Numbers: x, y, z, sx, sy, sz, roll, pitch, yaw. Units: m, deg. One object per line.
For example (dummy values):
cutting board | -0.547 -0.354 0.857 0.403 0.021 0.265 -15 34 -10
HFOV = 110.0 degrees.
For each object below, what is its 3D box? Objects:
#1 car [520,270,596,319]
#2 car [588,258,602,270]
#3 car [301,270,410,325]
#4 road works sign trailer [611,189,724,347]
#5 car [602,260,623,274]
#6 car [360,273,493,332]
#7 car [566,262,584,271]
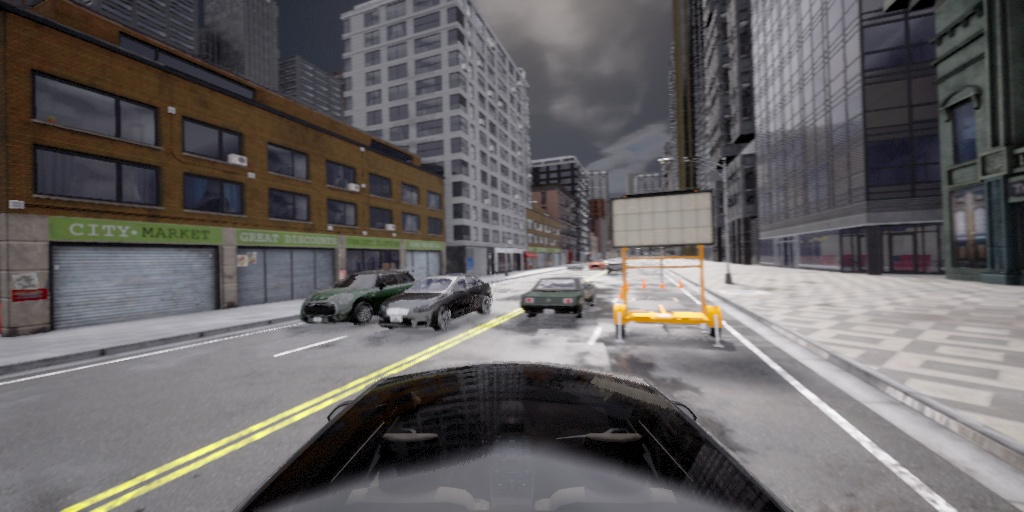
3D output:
car | 1.879 1.386 12.970 1.895 1.301 4.718 -2 0 20
car | 12.284 1.146 51.942 2.097 1.767 4.553 -2 -1 20
car | -5.206 1.346 13.088 2.097 1.767 4.553 -2 0 20
road works sign trailer | 3.905 0.161 9.252 2.380 3.560 2.880 0 0 20
car | 11.780 1.208 40.436 2.128 1.511 4.902 -2 0 20
car | -2.233 1.387 11.743 2.128 1.511 4.902 -2 0 20
car | 9.441 1.491 53.593 1.895 1.301 4.718 -2 0 20
